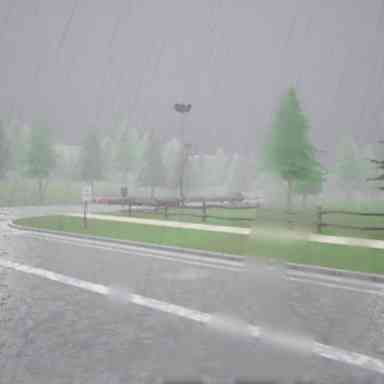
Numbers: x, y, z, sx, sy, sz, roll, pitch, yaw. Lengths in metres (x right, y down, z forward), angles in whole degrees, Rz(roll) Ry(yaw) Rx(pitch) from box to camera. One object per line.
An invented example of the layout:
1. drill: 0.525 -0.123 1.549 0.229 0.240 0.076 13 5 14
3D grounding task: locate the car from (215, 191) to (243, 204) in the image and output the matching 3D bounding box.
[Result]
1. car: 6.763 0.929 56.887 2.150 2.045 5.566 1 0 36

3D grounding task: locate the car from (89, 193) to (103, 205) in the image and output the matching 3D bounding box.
1. car: -12.485 0.946 47.794 2.097 1.767 4.553 1 0 35

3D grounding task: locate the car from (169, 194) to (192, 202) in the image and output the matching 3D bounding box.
1. car: -2.126 1.157 62.442 1.994 1.385 4.181 1 0 36

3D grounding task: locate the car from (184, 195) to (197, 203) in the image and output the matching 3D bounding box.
1. car: 0.069 1.178 59.522 2.033 1.411 5.357 1 0 36

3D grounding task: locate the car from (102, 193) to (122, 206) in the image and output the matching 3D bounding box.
1. car: -9.468 1.109 46.011 1.882 1.535 5.008 1 0 35

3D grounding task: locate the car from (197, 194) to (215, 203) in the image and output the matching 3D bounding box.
1. car: 3.590 1.160 58.445 2.128 1.511 4.902 1 0 36

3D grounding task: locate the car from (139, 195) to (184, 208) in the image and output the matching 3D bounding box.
1. car: -3.779 1.254 41.947 2.033 1.411 5.357 1 0 35

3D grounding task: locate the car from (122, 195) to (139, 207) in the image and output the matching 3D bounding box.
1. car: -6.682 1.233 43.895 1.994 1.385 4.181 1 0 35
